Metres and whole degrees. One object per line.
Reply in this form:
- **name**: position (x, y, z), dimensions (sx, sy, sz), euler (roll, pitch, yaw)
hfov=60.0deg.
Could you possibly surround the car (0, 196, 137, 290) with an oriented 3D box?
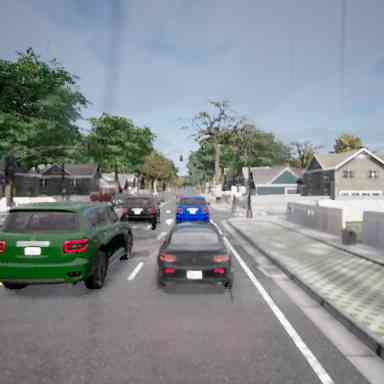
- **car**: position (-3.178, 1.271, 9.362), dimensions (2.150, 2.045, 5.566), euler (0, 0, 0)

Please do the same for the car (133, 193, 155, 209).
- **car**: position (-6.605, 1.202, 46.445), dimensions (2.150, 2.045, 5.566), euler (0, 0, 0)

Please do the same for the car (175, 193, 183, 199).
- **car**: position (-3.266, 1.012, 86.046), dimensions (1.994, 1.385, 4.181), euler (0, 1, 0)

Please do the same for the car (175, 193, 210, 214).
- **car**: position (0.057, 1.277, 22.420), dimensions (2.150, 2.045, 5.566), euler (0, 0, 0)

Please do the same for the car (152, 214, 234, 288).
- **car**: position (0.072, 1.572, 9.267), dimensions (1.812, 1.442, 4.674), euler (0, 0, 0)

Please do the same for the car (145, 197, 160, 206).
- **car**: position (-6.591, 1.498, 55.852), dimensions (1.994, 1.385, 4.181), euler (0, 0, 1)

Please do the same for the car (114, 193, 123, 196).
- **car**: position (-9.856, 1.202, 46.497), dimensions (2.150, 2.045, 5.566), euler (0, 0, 0)

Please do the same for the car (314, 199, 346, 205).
- **car**: position (13.271, 1.428, 34.011), dimensions (4.902, 1.511, 2.128), euler (0, 0, -2)

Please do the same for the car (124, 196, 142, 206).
- **car**: position (-9.845, 1.422, 56.175), dimensions (2.128, 1.511, 4.902), euler (0, 0, 0)

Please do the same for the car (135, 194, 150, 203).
- **car**: position (-9.779, 1.300, 66.151), dimensions (2.128, 1.511, 4.902), euler (0, 1, 1)

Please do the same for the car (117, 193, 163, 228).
- **car**: position (-3.346, 1.278, 22.306), dimensions (2.150, 2.045, 5.566), euler (0, 0, -3)
